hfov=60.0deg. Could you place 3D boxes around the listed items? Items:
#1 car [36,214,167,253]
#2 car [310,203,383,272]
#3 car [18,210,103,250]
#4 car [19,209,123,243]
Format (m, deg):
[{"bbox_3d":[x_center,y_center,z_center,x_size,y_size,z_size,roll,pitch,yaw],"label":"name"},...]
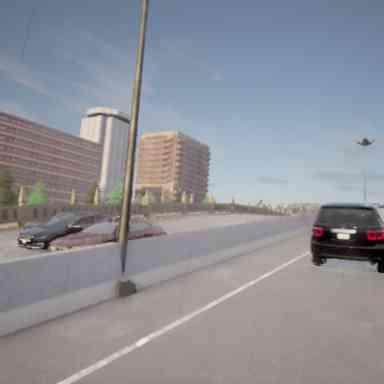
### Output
[{"bbox_3d":[-2.751,1.663,11.838,1.812,1.442,4.674,0,-1,33],"label":"car"},{"bbox_3d":[5.789,1.384,11.697,2.150,2.045,5.566,0,-1,34],"label":"car"},{"bbox_3d":[-5.061,1.669,14.689,1.837,1.490,4.892,0,-1,34],"label":"car"},{"bbox_3d":[-6.561,1.756,18.761,2.033,1.411,5.357,0,-1,34],"label":"car"}]
